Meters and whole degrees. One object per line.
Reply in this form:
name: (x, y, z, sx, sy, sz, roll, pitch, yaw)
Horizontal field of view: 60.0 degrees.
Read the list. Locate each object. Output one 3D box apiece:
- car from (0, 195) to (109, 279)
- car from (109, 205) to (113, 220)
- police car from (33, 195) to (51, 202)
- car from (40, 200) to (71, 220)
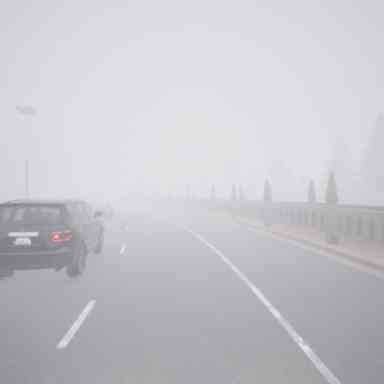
car: (-4.156, 1.207, 10.261, 2.150, 2.045, 5.566, 0, 0, -6)
car: (-7.542, 1.569, 27.285, 1.895, 1.301, 4.718, 0, 0, -16)
police car: (-36.054, 1.514, 79.874, 5.238, 1.638, 1.930, 0, 0, 41)
car: (-11.745, 1.485, 28.958, 2.128, 1.511, 4.902, 0, 0, -17)
